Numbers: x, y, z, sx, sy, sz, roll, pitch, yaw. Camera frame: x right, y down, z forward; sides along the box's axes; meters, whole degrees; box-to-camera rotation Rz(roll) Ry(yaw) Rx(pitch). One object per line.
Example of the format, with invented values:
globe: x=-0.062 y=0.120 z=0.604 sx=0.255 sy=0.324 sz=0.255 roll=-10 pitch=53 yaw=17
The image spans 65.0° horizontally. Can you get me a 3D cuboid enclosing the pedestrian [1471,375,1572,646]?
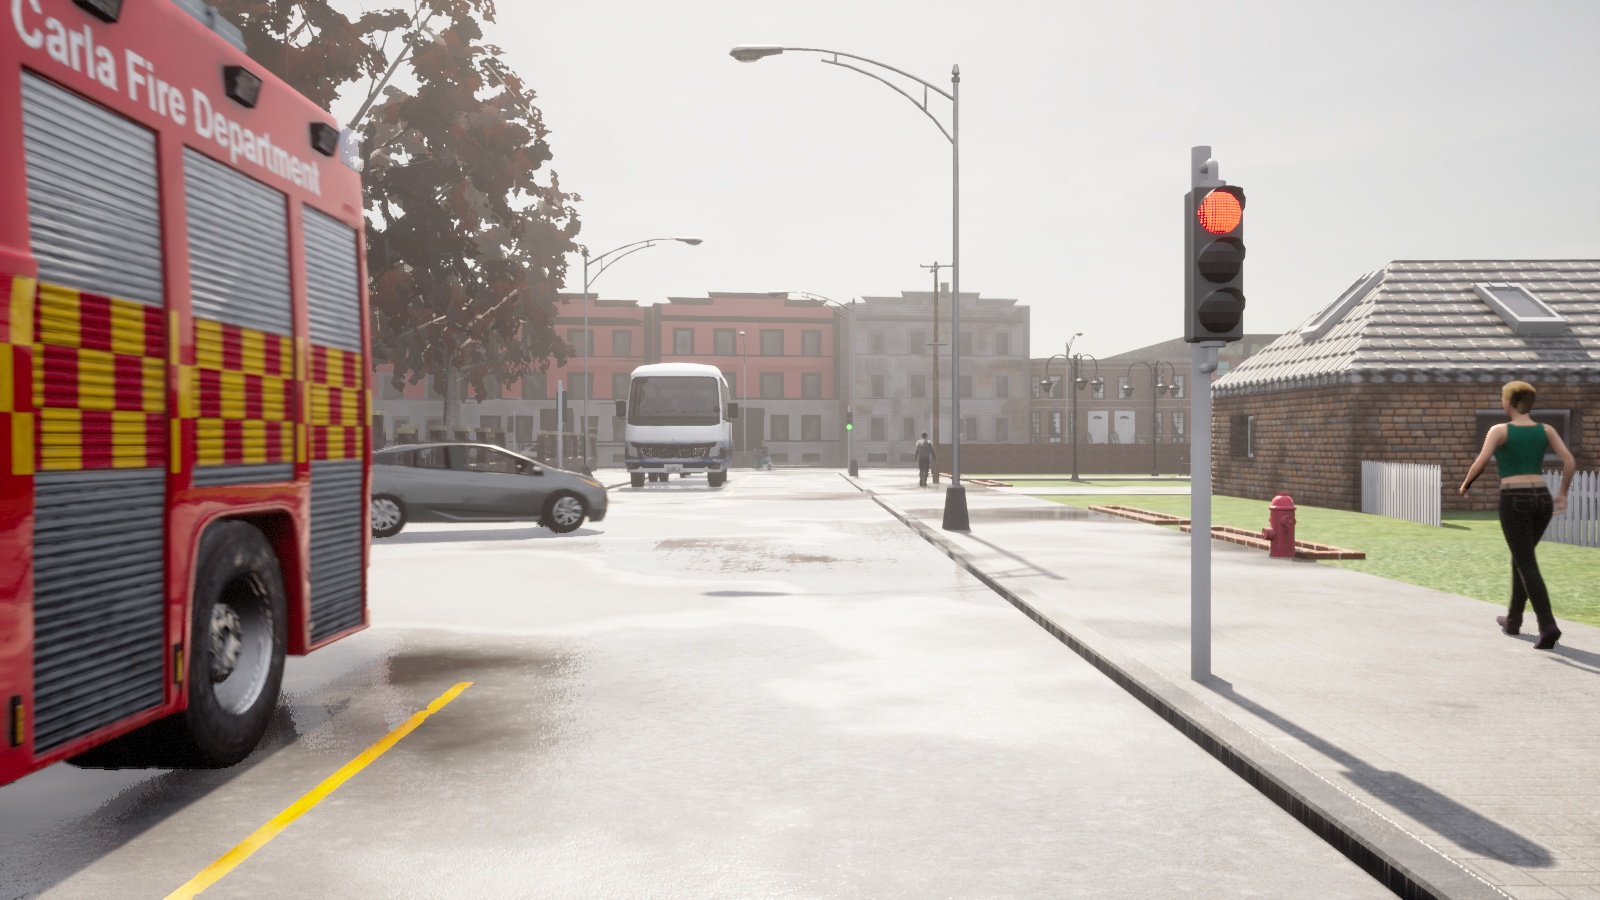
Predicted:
pedestrian: x=5.059 y=0.410 z=8.824 sx=0.345 sy=1.836 sz=0.594 roll=0 pitch=0 yaw=-2

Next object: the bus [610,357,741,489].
bus: x=-4.227 y=-0.889 z=45.382 sx=3.944 sy=4.253 sz=10.273 roll=0 pitch=0 yaw=-1

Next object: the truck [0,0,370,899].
truck: x=-3.940 y=-0.439 z=3.070 sx=2.891 sy=3.827 sz=8.468 roll=0 pitch=0 yaw=0

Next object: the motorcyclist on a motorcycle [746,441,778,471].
motorcyclist on a motorcycle: x=-2.081 y=0.311 z=68.629 sx=0.866 sy=1.590 sz=1.817 roll=-2 pitch=1 yaw=-33

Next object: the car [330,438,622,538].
car: x=-5.415 y=0.571 z=20.918 sx=4.514 sy=1.525 sz=2.007 roll=0 pitch=0 yaw=-21

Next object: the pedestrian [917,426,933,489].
pedestrian: x=3.965 y=0.235 z=39.779 sx=0.423 sy=1.949 sz=0.788 roll=0 pitch=0 yaw=12
